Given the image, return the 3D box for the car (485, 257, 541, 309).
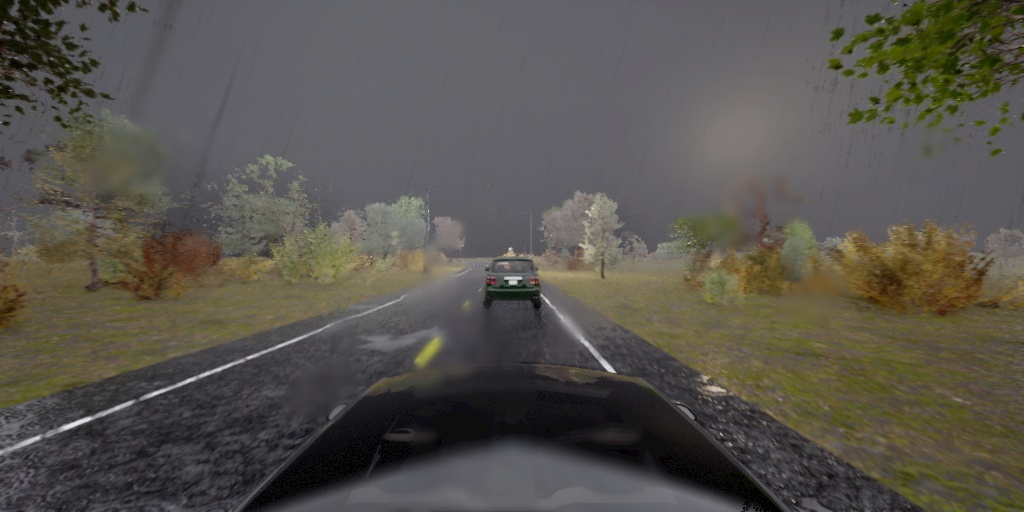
[{"bbox_3d":[-0.001,1.054,15.687,2.150,2.045,5.566,0,0,-1],"label":"car"}]
